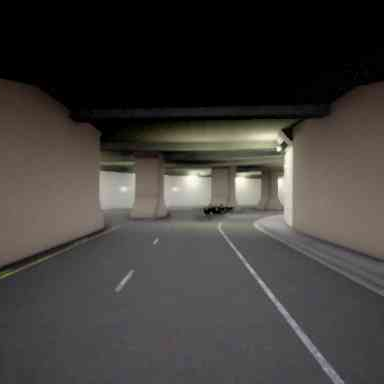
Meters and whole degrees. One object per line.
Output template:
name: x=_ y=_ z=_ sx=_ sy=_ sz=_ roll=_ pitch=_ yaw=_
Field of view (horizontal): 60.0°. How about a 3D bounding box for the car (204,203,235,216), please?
car: x=3.139 y=1.900 z=36.756 sx=1.895 sy=1.301 sz=4.718 roll=0 pitch=-1 yaw=28
